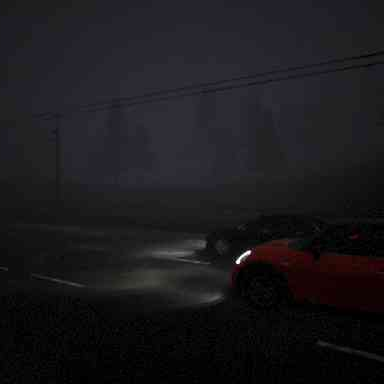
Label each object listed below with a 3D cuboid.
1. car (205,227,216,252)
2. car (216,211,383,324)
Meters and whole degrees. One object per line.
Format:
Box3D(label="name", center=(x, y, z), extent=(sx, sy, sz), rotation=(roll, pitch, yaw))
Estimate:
Box3D(label="car", center=(2.722, 1.374, 10.577), extent=(4.892, 1.490, 1.837), rotation=(0, 0, 34))
Box3D(label="car", center=(2.988, 1.265, 6.059), extent=(4.553, 1.767, 2.097), rotation=(0, 1, 35))
